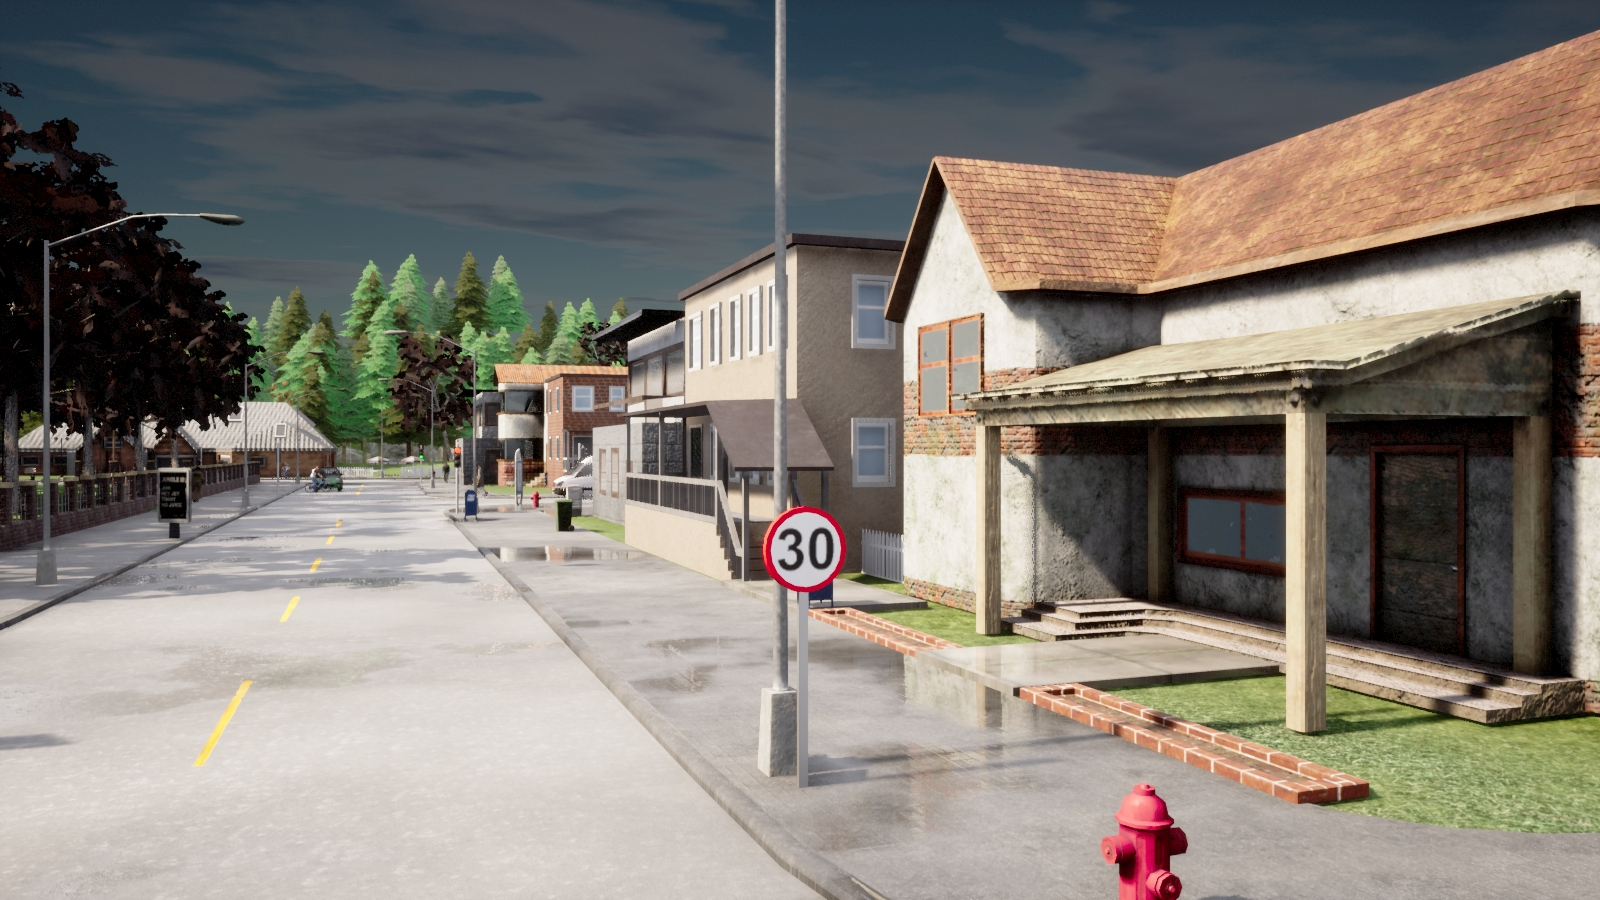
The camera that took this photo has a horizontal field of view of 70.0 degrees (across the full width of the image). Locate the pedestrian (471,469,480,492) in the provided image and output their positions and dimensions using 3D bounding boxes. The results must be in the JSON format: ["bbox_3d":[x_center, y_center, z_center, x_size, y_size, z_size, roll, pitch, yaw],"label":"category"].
[{"bbox_3d":[-19.058,1.797,67.034,0.375,1.300,0.375,0,0,10],"label":"pedestrian"}]

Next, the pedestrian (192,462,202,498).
[{"bbox_3d":[-30.656,1.525,58.070,0.375,1.860,0.375,0,0,-20],"label":"pedestrian"}]

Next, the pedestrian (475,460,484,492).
[{"bbox_3d":[-18.575,1.516,66.314,0.375,1.860,0.375,0,0,12],"label":"pedestrian"}]

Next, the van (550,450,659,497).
[{"bbox_3d":[-11.183,1.315,65.380,5.915,2.561,1.988,0,0,-20],"label":"van"}]
